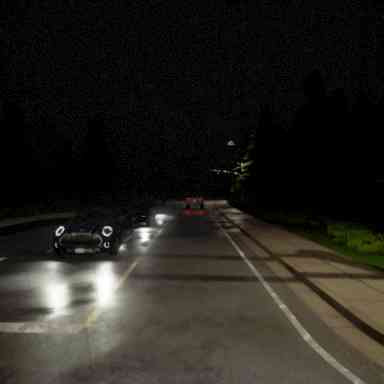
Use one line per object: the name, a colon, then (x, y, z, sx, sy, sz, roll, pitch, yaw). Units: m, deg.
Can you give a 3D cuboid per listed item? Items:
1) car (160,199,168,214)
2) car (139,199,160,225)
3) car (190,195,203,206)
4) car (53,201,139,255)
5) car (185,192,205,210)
car: (-3.476, 1.414, 32.856, 1.994, 1.385, 4.181, 0, 0, 1)
car: (-3.572, 1.395, 22.777, 1.837, 1.490, 4.892, 0, 0, 0)
car: (0.674, 1.258, 51.531, 1.882, 1.535, 5.008, 0, 0, 2)
car: (-3.590, 1.281, 12.906, 2.097, 1.767, 4.553, 0, 0, 0)
car: (0.391, 1.044, 40.781, 2.150, 2.045, 5.566, 0, 0, 2)
